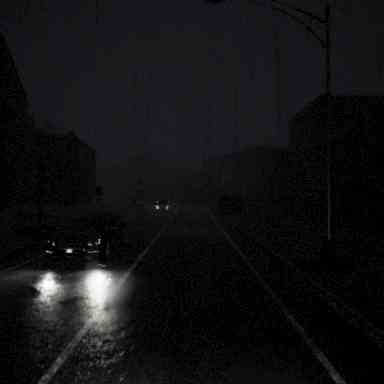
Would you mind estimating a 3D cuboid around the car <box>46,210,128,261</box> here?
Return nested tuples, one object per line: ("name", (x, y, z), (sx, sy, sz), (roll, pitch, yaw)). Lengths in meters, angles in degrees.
("car", (-3.592, 1.477, 12.166), (1.837, 1.490, 4.892), (0, 0, 0))

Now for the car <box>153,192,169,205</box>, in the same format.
("car", (-5.213, 1.083, 55.324), (2.150, 2.045, 5.566), (1, 0, -14))
